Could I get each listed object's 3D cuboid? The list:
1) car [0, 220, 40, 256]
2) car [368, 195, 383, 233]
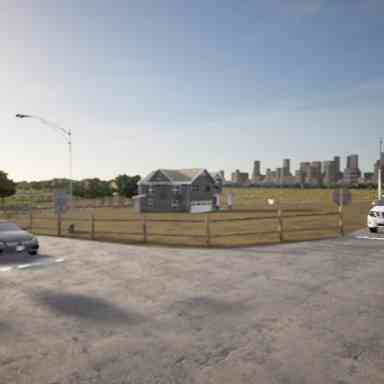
[{"bbox_3d":[-8.293,1.956,14.213,4.674,1.442,1.812,-3,-1,41],"label":"car"},{"bbox_3d":[11.418,1.124,18.292,2.150,2.045,5.566,0,0,40],"label":"car"}]
